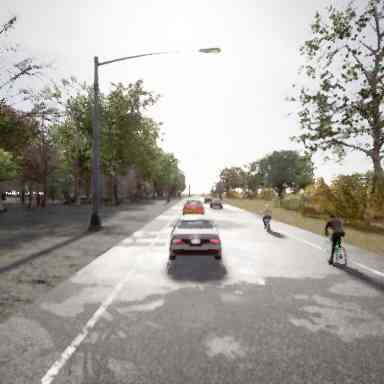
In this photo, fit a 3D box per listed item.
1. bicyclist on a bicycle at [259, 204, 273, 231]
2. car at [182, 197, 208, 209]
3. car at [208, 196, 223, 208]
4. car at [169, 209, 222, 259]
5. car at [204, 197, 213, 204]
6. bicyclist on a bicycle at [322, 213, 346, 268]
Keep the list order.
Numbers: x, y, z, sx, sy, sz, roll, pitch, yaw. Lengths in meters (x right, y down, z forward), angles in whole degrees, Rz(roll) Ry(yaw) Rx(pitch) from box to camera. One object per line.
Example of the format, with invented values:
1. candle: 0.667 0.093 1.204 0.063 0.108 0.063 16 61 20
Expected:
1. bicyclist on a bicycle: 4.511 1.511 20.064 0.866 1.612 1.509 0 0 0
2. car: 0.143 1.468 32.626 2.097 1.767 4.553 0 0 0
3. car: 3.669 1.733 51.334 2.033 1.411 5.357 0 0 0
4. car: 0.115 1.593 12.826 2.033 1.411 5.357 0 0 0
5. car: 3.600 1.766 73.474 1.837 1.490 4.892 0 0 0
6. bicyclist on a bicycle: 4.478 1.494 10.486 0.582 1.620 1.656 0 -1 0
